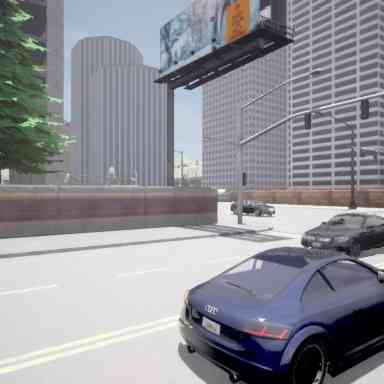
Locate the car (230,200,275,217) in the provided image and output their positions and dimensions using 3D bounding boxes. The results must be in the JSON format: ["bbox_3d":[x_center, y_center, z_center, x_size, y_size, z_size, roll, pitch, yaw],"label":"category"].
[{"bbox_3d":[5.706,1.491,31.572,2.128,1.511,4.902,0,0,-34],"label":"car"}]

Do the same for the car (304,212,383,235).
[{"bbox_3d":[6.117,1.525,12.612,4.674,1.442,1.812,0,0,-36],"label":"car"}]

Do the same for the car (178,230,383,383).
[{"bbox_3d":[1.871,1.564,5.121,4.181,1.385,1.994,0,0,-35],"label":"car"}]
